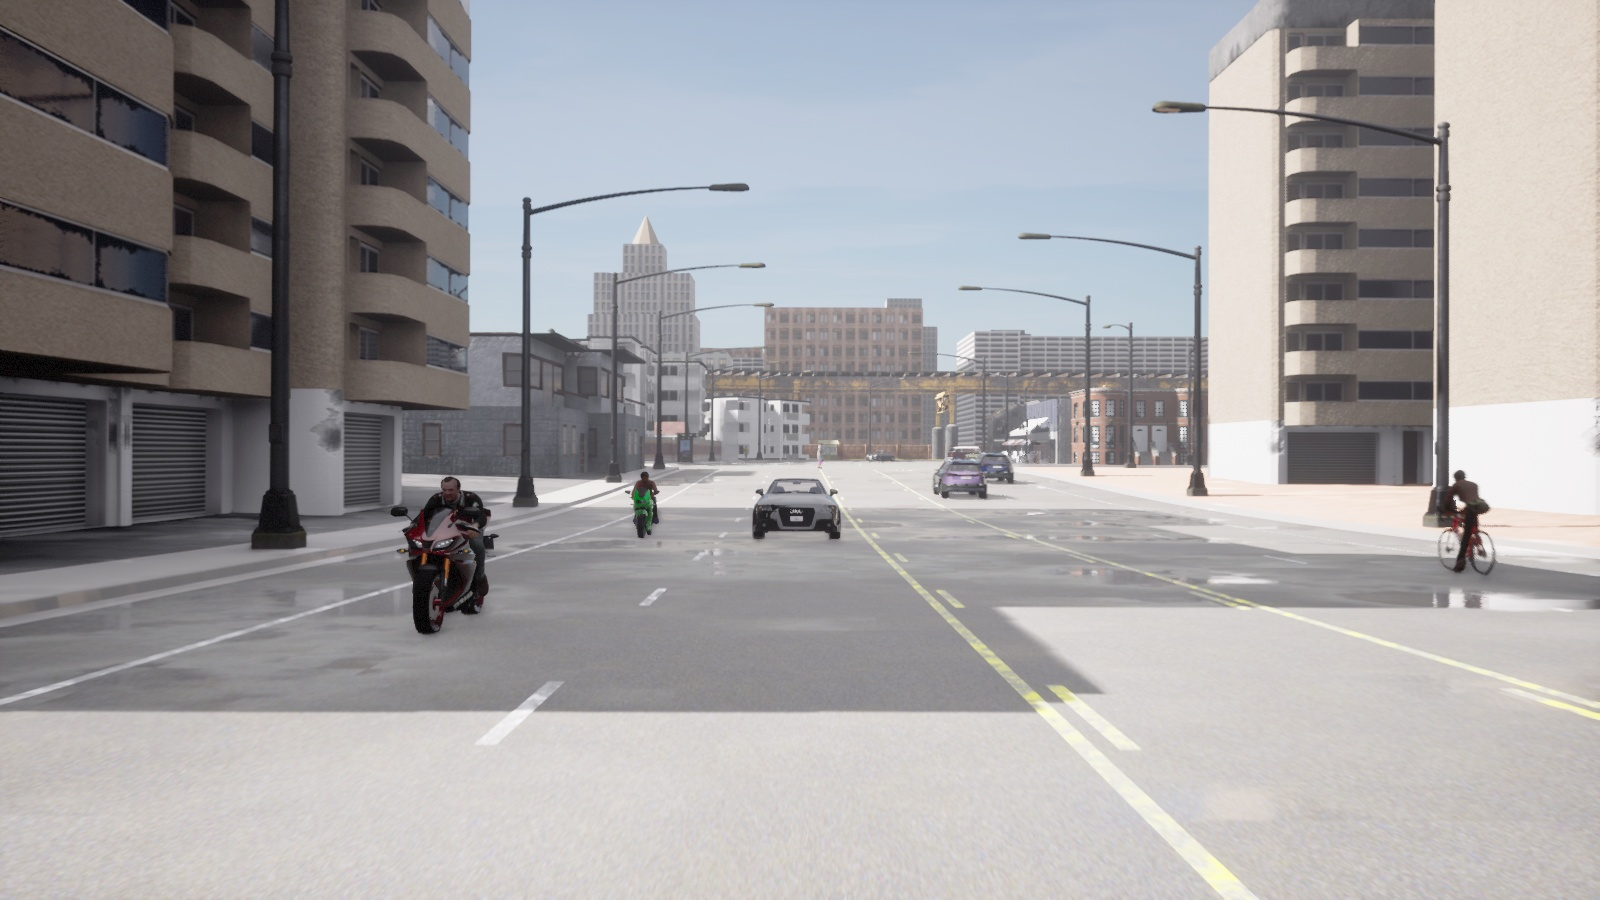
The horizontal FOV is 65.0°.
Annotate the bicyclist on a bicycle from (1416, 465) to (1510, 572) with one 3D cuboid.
[{"bbox_3d":[10.454,1.055,19.862,0.582,1.620,1.656,0,-1,0],"label":"bicyclist on a bicycle"}]

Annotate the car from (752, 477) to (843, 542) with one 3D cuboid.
[{"bbox_3d":[-0.069,1.362,29.707,1.994,1.385,4.181,0,-1,0],"label":"car"}]

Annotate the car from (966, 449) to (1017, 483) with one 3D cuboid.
[{"bbox_3d":[10.338,0.827,68.196,2.033,1.649,4.856,0,1,0],"label":"car"}]

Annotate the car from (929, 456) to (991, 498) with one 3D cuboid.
[{"bbox_3d":[6.872,1.125,54.399,2.033,1.649,4.856,0,1,0],"label":"car"}]

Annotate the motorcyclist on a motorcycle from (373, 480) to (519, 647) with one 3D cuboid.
[{"bbox_3d":[-3.529,1.075,12.756,0.866,1.530,2.191,0,-1,0],"label":"motorcyclist on a motorcycle"}]

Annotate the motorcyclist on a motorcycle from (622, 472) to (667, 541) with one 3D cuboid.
[{"bbox_3d":[-3.567,1.286,29.000,0.797,1.523,2.044,0,-1,0],"label":"motorcyclist on a motorcycle"}]
